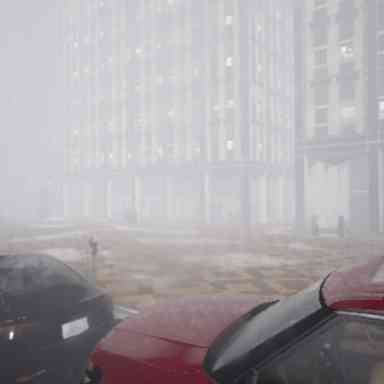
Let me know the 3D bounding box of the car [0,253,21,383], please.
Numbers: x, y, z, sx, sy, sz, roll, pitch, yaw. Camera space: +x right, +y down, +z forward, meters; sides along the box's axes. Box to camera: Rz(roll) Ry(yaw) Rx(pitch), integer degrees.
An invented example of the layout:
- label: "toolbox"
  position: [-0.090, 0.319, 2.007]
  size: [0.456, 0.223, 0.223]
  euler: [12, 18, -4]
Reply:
- label: "car"
  position: [-3.032, 1.616, 5.041]
  size: [4.313, 1.339, 1.947]
  euler: [-1, 0, 36]

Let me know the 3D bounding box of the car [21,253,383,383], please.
- label: "car"
  position: [1.462, 1.313, 1.836]
  size: [5.009, 1.841, 2.192]
  euler: [-1, 0, 36]
